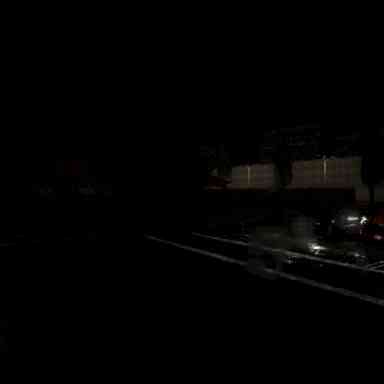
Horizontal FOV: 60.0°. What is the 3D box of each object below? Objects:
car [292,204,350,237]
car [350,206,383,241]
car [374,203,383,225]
[{"bbox_3d":[7.406,1.436,17.792,4.892,1.490,1.837,0,0,-35],"label":"car"},{"bbox_3d":[9.509,1.282,14.999,4.553,1.767,2.097,0,0,-35],"label":"car"},{"bbox_3d":[14.654,1.456,22.968,4.181,1.385,1.994,0,0,-35],"label":"car"}]
